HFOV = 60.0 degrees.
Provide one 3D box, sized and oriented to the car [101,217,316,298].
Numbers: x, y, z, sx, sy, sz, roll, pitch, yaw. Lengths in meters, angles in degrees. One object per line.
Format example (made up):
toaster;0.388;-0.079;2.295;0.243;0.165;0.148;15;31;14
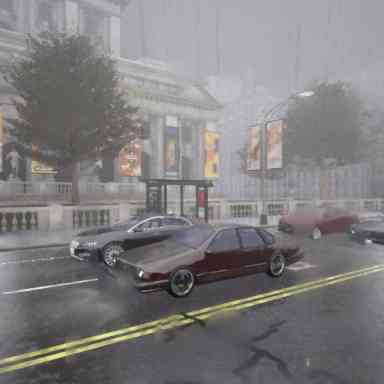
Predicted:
car;0.654;1.548;8.703;5.357;1.411;2.033;0;0;-35

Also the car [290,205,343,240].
car;6.561;1.478;17.085;5.008;1.535;1.882;0;0;-35

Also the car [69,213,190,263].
car;-1.599;1.492;11.405;4.902;1.511;2.128;0;0;-35

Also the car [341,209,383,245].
car;9.091;1.547;14.577;5.357;1.411;2.033;0;0;-35
